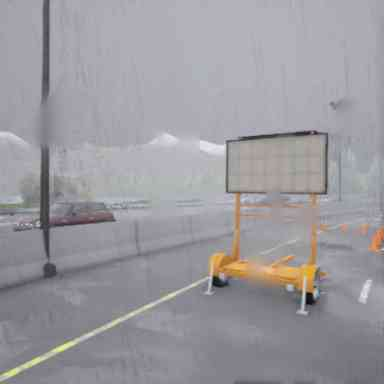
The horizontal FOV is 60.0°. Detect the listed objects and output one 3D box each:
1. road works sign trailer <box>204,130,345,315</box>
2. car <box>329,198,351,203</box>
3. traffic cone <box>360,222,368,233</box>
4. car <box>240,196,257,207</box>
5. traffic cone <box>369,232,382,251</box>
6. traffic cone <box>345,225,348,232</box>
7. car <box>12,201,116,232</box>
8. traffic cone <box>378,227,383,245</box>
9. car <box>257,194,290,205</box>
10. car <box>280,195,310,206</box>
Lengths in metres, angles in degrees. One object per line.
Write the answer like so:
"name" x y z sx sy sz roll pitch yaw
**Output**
"road works sign trailer" 1.977 0.445 7.829 2.380 3.560 2.880 1 0 33
"car" 20.984 1.564 46.913 4.181 1.385 1.994 1 0 -42
"traffic cone" 9.521 1.966 18.424 0.340 0.580 0.340 1 0 33
"car" 8.529 1.382 49.583 4.674 1.442 1.812 0 0 -44
"traffic cone" 7.055 1.966 12.863 0.340 0.580 0.340 1 0 33
"traffic cone" 8.686 1.955 18.974 0.340 0.580 0.340 1 0 33
"car" -5.660 1.218 15.231 2.097 1.767 4.553 1 0 32
"traffic cone" 8.155 1.970 14.533 0.340 0.580 0.340 1 0 33
"car" 12.378 1.123 48.482 5.566 2.045 2.150 0 0 -44
"car" 14.505 1.462 45.641 4.674 1.442 1.812 1 0 -44
